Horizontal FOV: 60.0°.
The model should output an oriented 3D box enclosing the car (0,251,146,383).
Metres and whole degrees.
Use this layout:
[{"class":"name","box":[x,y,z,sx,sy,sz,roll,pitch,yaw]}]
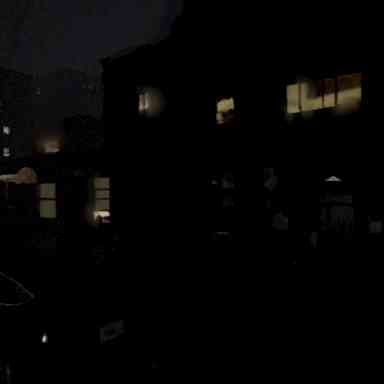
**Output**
[{"class":"car","box":[-2.575,1.562,4.879,4.313,1.339,1.947,0,0,36]}]
